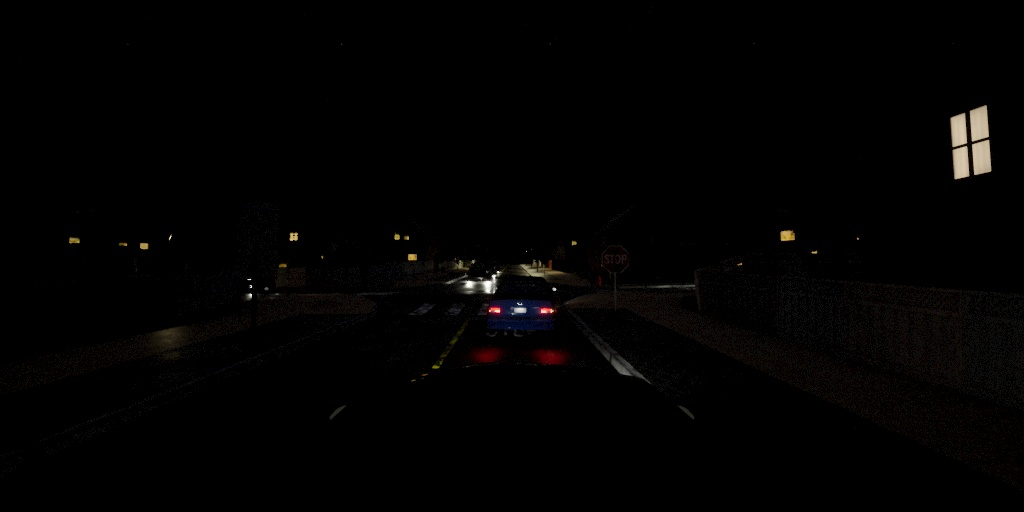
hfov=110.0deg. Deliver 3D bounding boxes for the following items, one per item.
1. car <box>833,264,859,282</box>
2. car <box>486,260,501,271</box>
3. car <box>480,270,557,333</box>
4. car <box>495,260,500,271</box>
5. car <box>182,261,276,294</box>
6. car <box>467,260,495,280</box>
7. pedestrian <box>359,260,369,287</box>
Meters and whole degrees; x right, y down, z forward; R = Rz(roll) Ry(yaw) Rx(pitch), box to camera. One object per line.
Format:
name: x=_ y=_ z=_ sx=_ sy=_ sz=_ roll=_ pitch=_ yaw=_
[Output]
car: x=25.778 y=1.278 z=27.001 sx=4.892 sy=1.490 sz=1.837 roll=-1 pitch=-3 yaw=-19
car: x=-2.745 y=1.394 z=53.833 sx=1.882 sy=1.535 sz=5.008 roll=0 pitch=0 yaw=0
car: x=0.375 y=1.310 z=10.809 sx=2.033 sy=1.411 sz=5.357 roll=0 pitch=0 yaw=4
car: x=-2.790 y=1.372 z=43.607 sx=1.837 sy=1.490 sz=4.892 roll=0 pitch=0 yaw=0
car: x=-14.476 y=1.060 z=17.999 sx=4.553 sy=1.767 sz=2.097 roll=0 pitch=-3 yaw=2
car: x=-2.811 y=1.299 z=31.992 sx=1.882 sy=1.535 sz=5.008 roll=0 pitch=0 yaw=0
pedestrian: x=-9.792 y=1.148 z=23.672 sx=0.375 sy=1.860 sz=0.375 roll=0 pitch=-3 yaw=-1
